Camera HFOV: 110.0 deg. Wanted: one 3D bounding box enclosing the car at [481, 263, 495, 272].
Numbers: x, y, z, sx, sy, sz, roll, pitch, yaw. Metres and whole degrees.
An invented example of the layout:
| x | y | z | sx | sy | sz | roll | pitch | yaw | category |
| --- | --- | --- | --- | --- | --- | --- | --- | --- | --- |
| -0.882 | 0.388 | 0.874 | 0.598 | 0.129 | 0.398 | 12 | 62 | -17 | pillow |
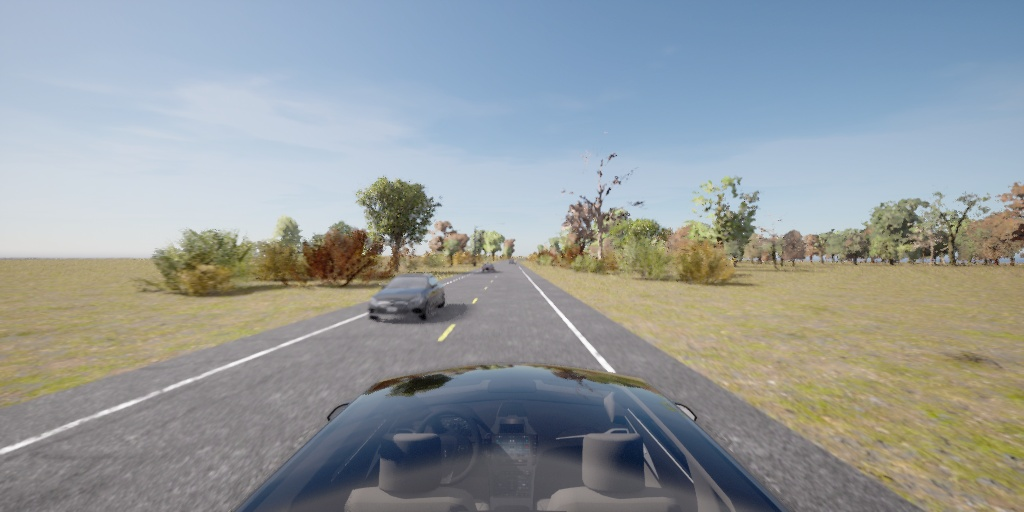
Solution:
| x | y | z | sx | sy | sz | roll | pitch | yaw | category |
| --- | --- | --- | --- | --- | --- | --- | --- | --- | --- |
| -3.579 | 1.711 | 54.800 | 1.994 | 1.385 | 4.181 | 0 | 0 | 0 | car |

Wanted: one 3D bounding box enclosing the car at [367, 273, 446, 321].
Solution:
| x | y | z | sx | sy | sz | roll | pitch | yaw | category |
| --- | --- | --- | --- | --- | --- | --- | --- | --- | --- |
| -3.604 | 1.367 | 13.091 | 1.812 | 1.442 | 4.674 | 0 | 0 | 0 | car |
